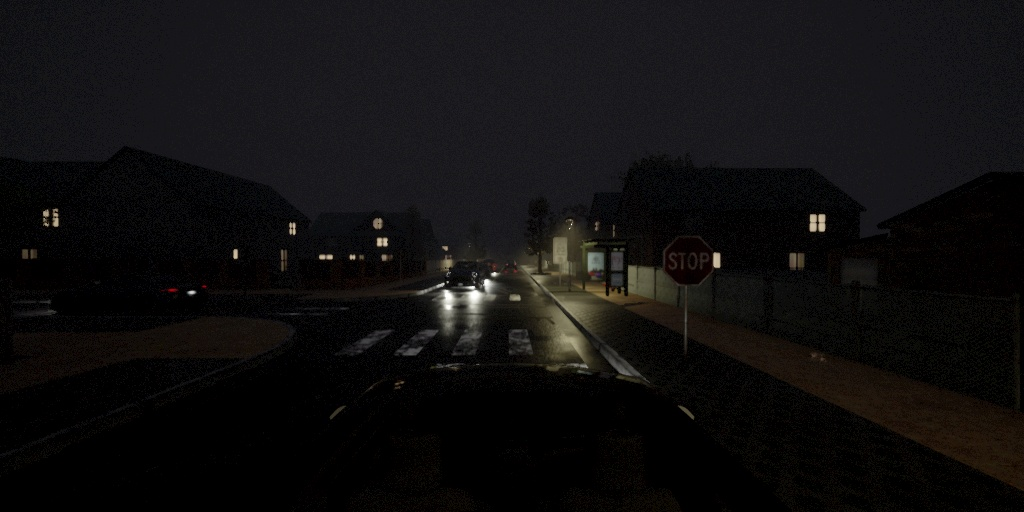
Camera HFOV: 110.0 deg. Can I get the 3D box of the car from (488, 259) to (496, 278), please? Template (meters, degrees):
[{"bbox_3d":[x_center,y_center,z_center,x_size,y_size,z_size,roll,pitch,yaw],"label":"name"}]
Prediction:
[{"bbox_3d":[-2.958,1.279,33.827,2.128,1.511,4.902,0,0,0],"label":"car"}]

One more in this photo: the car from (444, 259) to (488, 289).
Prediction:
[{"bbox_3d":[-2.979,1.110,23.407,2.097,1.767,4.553,0,0,2],"label":"car"}]

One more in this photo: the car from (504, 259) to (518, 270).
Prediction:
[{"bbox_3d":[-0.182,1.424,54.837,1.812,1.442,4.674,0,0,0],"label":"car"}]

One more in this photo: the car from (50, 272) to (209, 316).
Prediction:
[{"bbox_3d":[-13.461,1.278,12.795,4.181,1.385,1.994,0,1,-1],"label":"car"}]

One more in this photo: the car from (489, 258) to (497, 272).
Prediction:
[{"bbox_3d":[-2.988,1.199,46.223,2.097,1.767,4.553,0,0,0],"label":"car"}]
